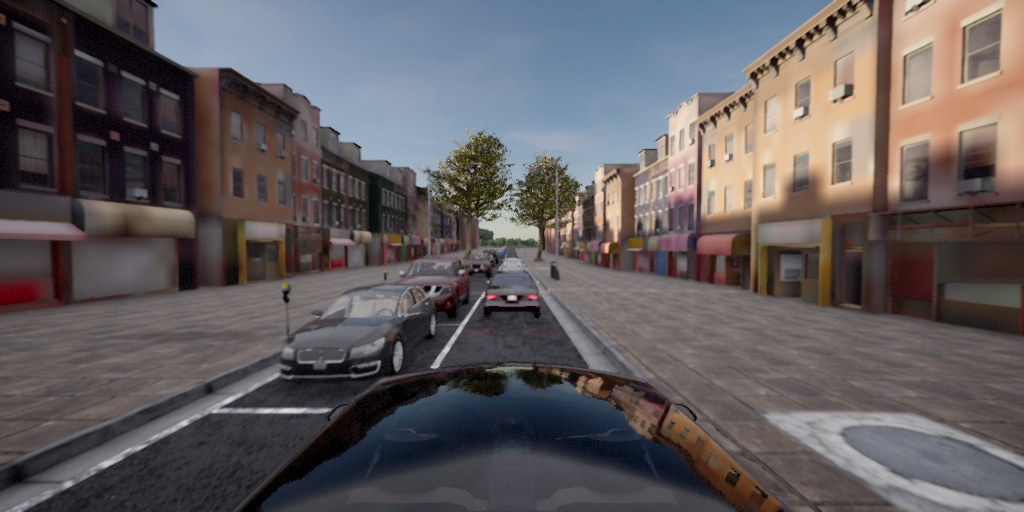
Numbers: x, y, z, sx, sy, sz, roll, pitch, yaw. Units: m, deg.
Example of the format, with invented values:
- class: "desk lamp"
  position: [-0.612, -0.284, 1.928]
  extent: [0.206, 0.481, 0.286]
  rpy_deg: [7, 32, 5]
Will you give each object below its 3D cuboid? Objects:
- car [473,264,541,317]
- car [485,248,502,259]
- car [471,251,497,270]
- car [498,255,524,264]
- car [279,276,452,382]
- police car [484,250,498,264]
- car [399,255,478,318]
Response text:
- class: "car"
  position: [0.026, 1.208, 12.708]
  extent: [2.033, 1.411, 5.357]
  rpy_deg: [0, 1, 1]
- class: "car"
  position: [-2.994, 0.093, 50.303]
  extent: [2.150, 2.045, 5.566]
  rpy_deg: [0, 2, 0]
- class: "car"
  position: [-2.645, 0.713, 29.329]
  extent: [2.192, 1.841, 5.009]
  rpy_deg: [0, 0, 0]
- class: "car"
  position: [0.046, 0.899, 30.529]
  extent: [1.812, 1.442, 4.674]
  rpy_deg: [0, 1, 1]
- class: "car"
  position: [-2.639, 1.265, 7.133]
  extent: [2.007, 1.370, 4.403]
  rpy_deg: [0, 0, 0]
- class: "police car"
  position: [-3.020, 0.481, 43.391]
  extent: [1.930, 1.638, 5.238]
  rpy_deg: [0, 2, 0]
- class: "car"
  position: [-2.641, 0.977, 12.687]
  extent: [2.192, 1.841, 5.009]
  rpy_deg: [0, 0, 0]
